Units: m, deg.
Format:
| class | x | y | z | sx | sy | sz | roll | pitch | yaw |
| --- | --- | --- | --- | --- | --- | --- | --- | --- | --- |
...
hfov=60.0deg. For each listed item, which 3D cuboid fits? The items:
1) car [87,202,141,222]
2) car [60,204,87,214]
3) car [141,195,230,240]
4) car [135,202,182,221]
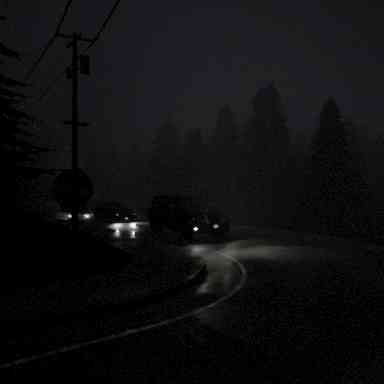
| class | x | y | z | sx | sy | sz | roll | pitch | yaw |
| --- | --- | --- | --- | --- | --- | --- | --- | --- | --- |
| car | -6.185 | 1.511 | 26.108 | 2.033 | 1.411 | 5.357 | 0 | 0 | -34 |
| car | -12.669 | 1.448 | 35.605 | 1.882 | 1.535 | 5.008 | 0 | 0 | -34 |
| car | -0.390 | 1.184 | 17.220 | 2.150 | 2.045 | 5.566 | 0 | 0 | -32 |
| car | -2.938 | 1.563 | 27.968 | 1.895 | 1.301 | 4.718 | 0 | 0 | -34 |
